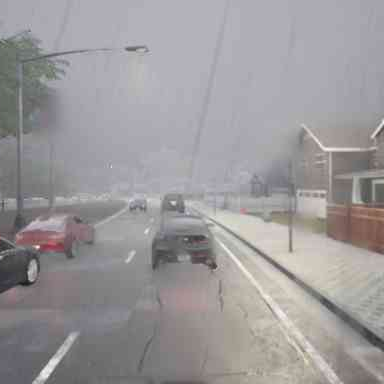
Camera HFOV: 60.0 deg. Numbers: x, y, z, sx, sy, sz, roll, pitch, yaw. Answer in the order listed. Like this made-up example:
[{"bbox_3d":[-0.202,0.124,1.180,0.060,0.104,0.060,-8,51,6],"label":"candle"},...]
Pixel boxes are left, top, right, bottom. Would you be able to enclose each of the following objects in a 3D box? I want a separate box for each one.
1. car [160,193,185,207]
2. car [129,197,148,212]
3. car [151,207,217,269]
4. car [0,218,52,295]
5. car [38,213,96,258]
[{"bbox_3d":[-1.909,1.137,32.266,2.150,2.045,5.566,-1,0,-6],"label":"car"},{"bbox_3d":[-6.041,1.535,37.656,1.895,1.301,4.718,-1,0,-7],"label":"car"},{"bbox_3d":[-0.290,1.479,11.041,1.837,1.490,4.892,0,0,-3],"label":"car"},{"bbox_3d":[-4.705,1.529,6.569,1.837,1.490,4.892,0,0,-2],"label":"car"},{"bbox_3d":[-4.974,1.535,12.575,1.812,1.442,4.674,-1,0,-3],"label":"car"}]
